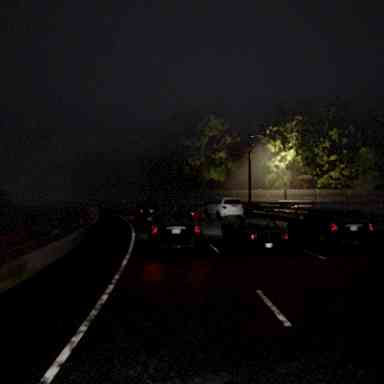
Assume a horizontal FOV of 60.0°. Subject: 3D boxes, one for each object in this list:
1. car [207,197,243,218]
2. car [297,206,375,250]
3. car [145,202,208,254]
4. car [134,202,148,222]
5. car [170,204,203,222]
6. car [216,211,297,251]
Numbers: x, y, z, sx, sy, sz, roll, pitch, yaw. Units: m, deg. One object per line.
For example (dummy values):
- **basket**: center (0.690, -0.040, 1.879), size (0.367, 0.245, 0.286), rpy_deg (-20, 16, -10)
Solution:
- **car**: center (2.894, 1.509, 31.039), size (2.150, 2.045, 5.566), rpy_deg (0, 0, -15)
- **car**: center (6.095, 1.490, 15.184), size (2.097, 1.767, 4.553), rpy_deg (0, -1, -7)
- **car**: center (-0.849, 1.487, 14.303), size (2.097, 1.767, 4.553), rpy_deg (0, -1, -7)
- **car**: center (-3.873, 1.631, 29.236), size (2.097, 1.767, 4.553), rpy_deg (0, -1, -16)
- **car**: center (-0.565, 1.854, 30.386), size (1.994, 1.385, 4.181), rpy_deg (0, -1, -16)
- **car**: center (2.621, 1.740, 14.770), size (1.895, 1.301, 4.718), rpy_deg (0, -1, -7)
